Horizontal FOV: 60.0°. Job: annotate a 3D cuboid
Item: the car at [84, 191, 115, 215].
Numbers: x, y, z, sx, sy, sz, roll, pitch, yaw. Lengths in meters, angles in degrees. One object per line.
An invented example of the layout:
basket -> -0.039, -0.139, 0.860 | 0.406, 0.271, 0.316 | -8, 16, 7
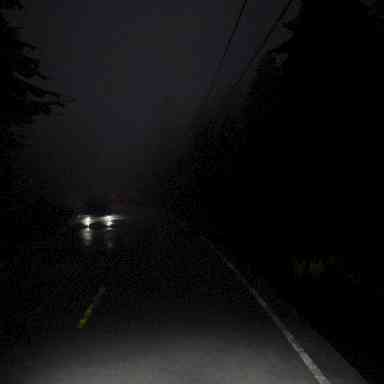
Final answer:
car -> -7.642, 0.931, 26.861 | 1.882, 1.535, 5.008 | 0, 1, -19

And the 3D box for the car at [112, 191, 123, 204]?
car -> -9.834, 0.670, 40.396 | 2.128, 1.511, 4.902 | -1, 1, -28
